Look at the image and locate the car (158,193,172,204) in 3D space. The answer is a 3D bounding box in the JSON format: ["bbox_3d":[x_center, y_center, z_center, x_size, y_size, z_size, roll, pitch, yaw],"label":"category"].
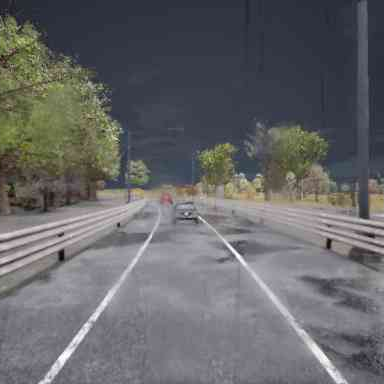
[{"bbox_3d":[-5.053,1.174,62.548,2.150,2.045,5.566,0,0,-10],"label":"car"}]

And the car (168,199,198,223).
[{"bbox_3d":[-0.578,1.544,25.407,2.033,1.411,5.357,0,0,-4],"label":"car"}]
